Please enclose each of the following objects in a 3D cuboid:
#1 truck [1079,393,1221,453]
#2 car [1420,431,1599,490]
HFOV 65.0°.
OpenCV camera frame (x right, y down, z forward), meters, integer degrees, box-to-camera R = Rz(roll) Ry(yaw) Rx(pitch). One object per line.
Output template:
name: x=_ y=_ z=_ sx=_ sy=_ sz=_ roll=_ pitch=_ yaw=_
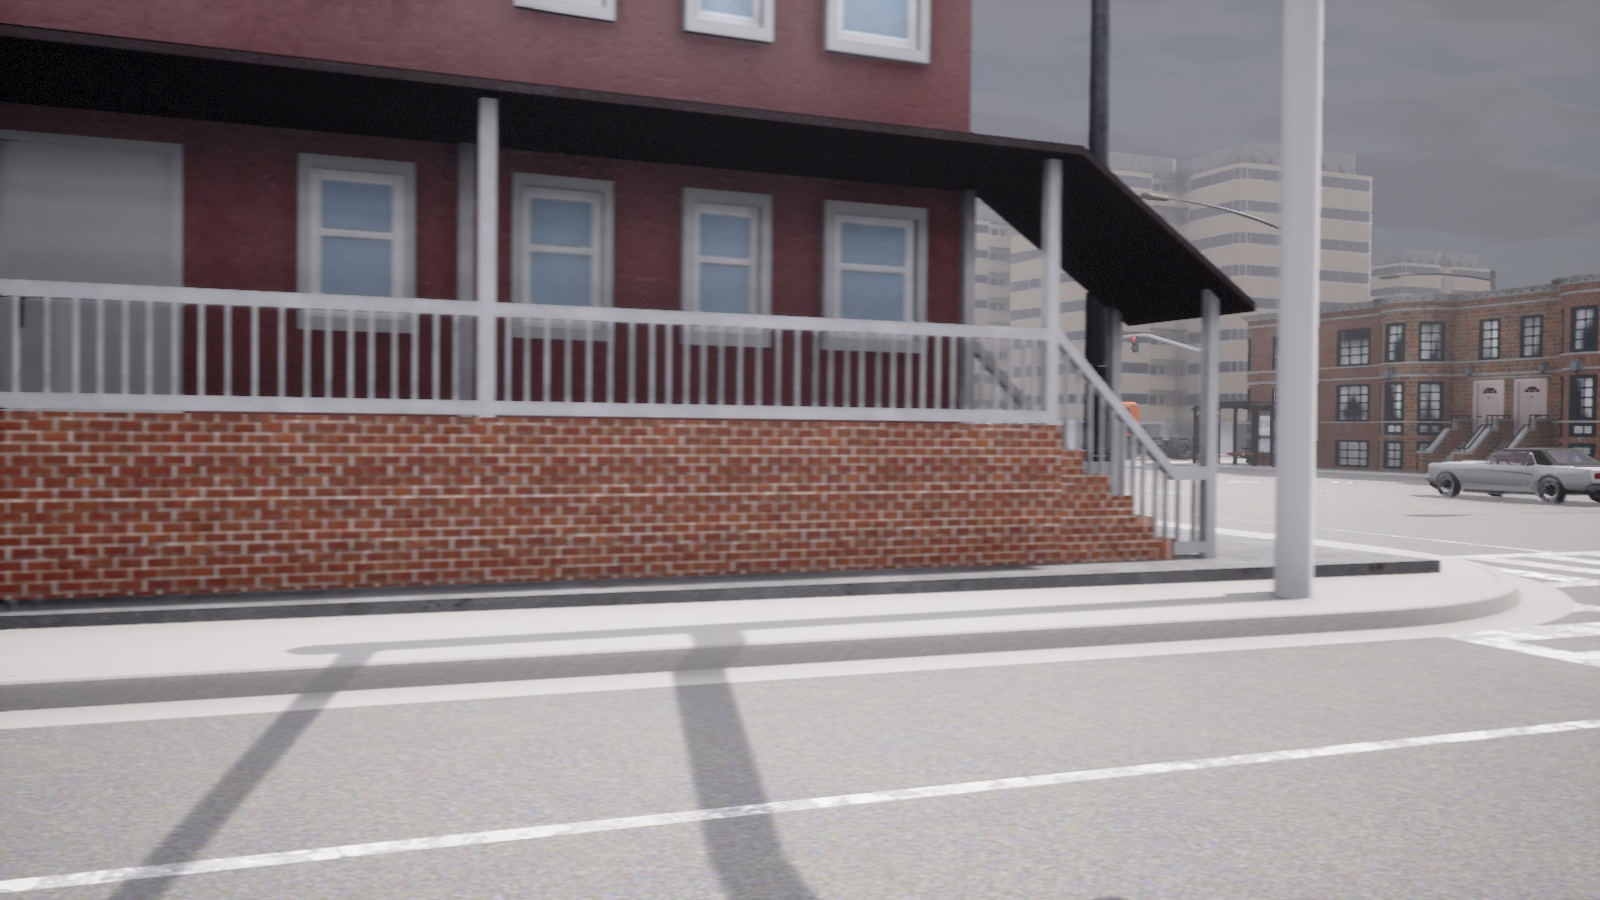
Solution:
truck: x=20.784 y=-1.621 z=74.522 sx=7.936 sy=3.462 sz=2.891 roll=-1 pitch=1 yaw=-21
car: x=17.888 y=0.203 z=30.889 sx=1.895 sy=1.301 sz=4.718 roll=-1 pitch=1 yaw=-21
